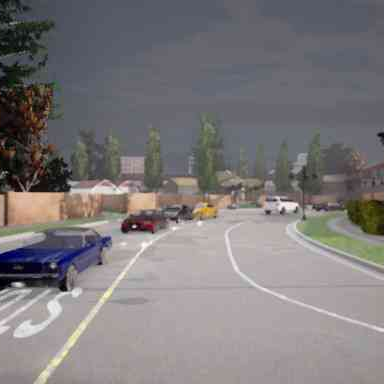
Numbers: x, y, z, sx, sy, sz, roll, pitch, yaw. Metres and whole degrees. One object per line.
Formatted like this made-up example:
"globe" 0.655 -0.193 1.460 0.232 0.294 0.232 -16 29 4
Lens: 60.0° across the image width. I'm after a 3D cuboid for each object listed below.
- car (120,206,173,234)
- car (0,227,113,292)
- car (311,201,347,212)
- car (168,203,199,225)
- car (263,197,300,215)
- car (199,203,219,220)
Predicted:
"car" -2.836 1.782 20.591 1.994 1.385 4.181 0 -1 12
"car" -3.702 1.701 9.326 1.895 1.301 4.718 0 -1 1
"car" 18.919 2.000 45.799 5.357 1.411 2.033 0 -1 -27
"car" -1.282 1.701 27.354 1.812 1.442 4.674 0 1 21
"car" 10.572 1.595 39.192 2.150 2.045 5.566 -1 -1 44
"car" 0.924 1.810 31.904 1.882 1.535 5.008 -1 -1 28
